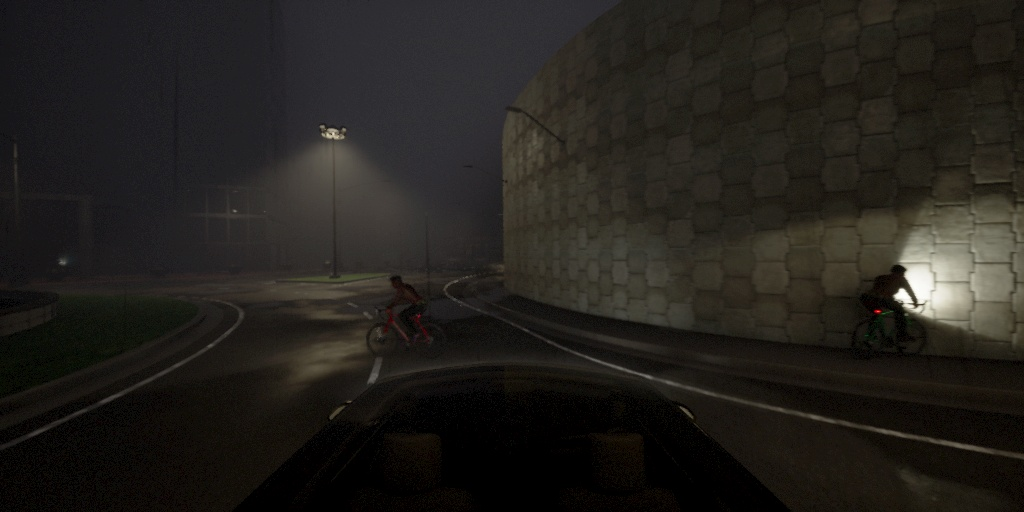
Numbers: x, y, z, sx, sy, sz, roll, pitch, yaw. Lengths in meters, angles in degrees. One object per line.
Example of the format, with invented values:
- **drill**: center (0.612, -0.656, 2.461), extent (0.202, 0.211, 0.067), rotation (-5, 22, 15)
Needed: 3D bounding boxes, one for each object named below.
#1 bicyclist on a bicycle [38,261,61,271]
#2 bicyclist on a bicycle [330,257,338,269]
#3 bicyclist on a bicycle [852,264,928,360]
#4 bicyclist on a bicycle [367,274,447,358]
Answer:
- **bicyclist on a bicycle**: center (-48.662, 0.987, 37.899), extent (1.620, 0.582, 1.656), rotation (-30, 14, 4)
- **bicyclist on a bicycle**: center (-23.368, 0.933, 47.076), extent (0.582, 1.620, 1.656), rotation (-1, -3, 17)
- **bicyclist on a bicycle**: center (6.472, 0.964, 6.125), extent (1.656, 1.620, 0.582), rotation (1, 0, -12)
- **bicyclist on a bicycle**: center (-2.067, 1.178, 6.934), extent (1.656, 1.620, 0.582), rotation (-2, 0, 9)
